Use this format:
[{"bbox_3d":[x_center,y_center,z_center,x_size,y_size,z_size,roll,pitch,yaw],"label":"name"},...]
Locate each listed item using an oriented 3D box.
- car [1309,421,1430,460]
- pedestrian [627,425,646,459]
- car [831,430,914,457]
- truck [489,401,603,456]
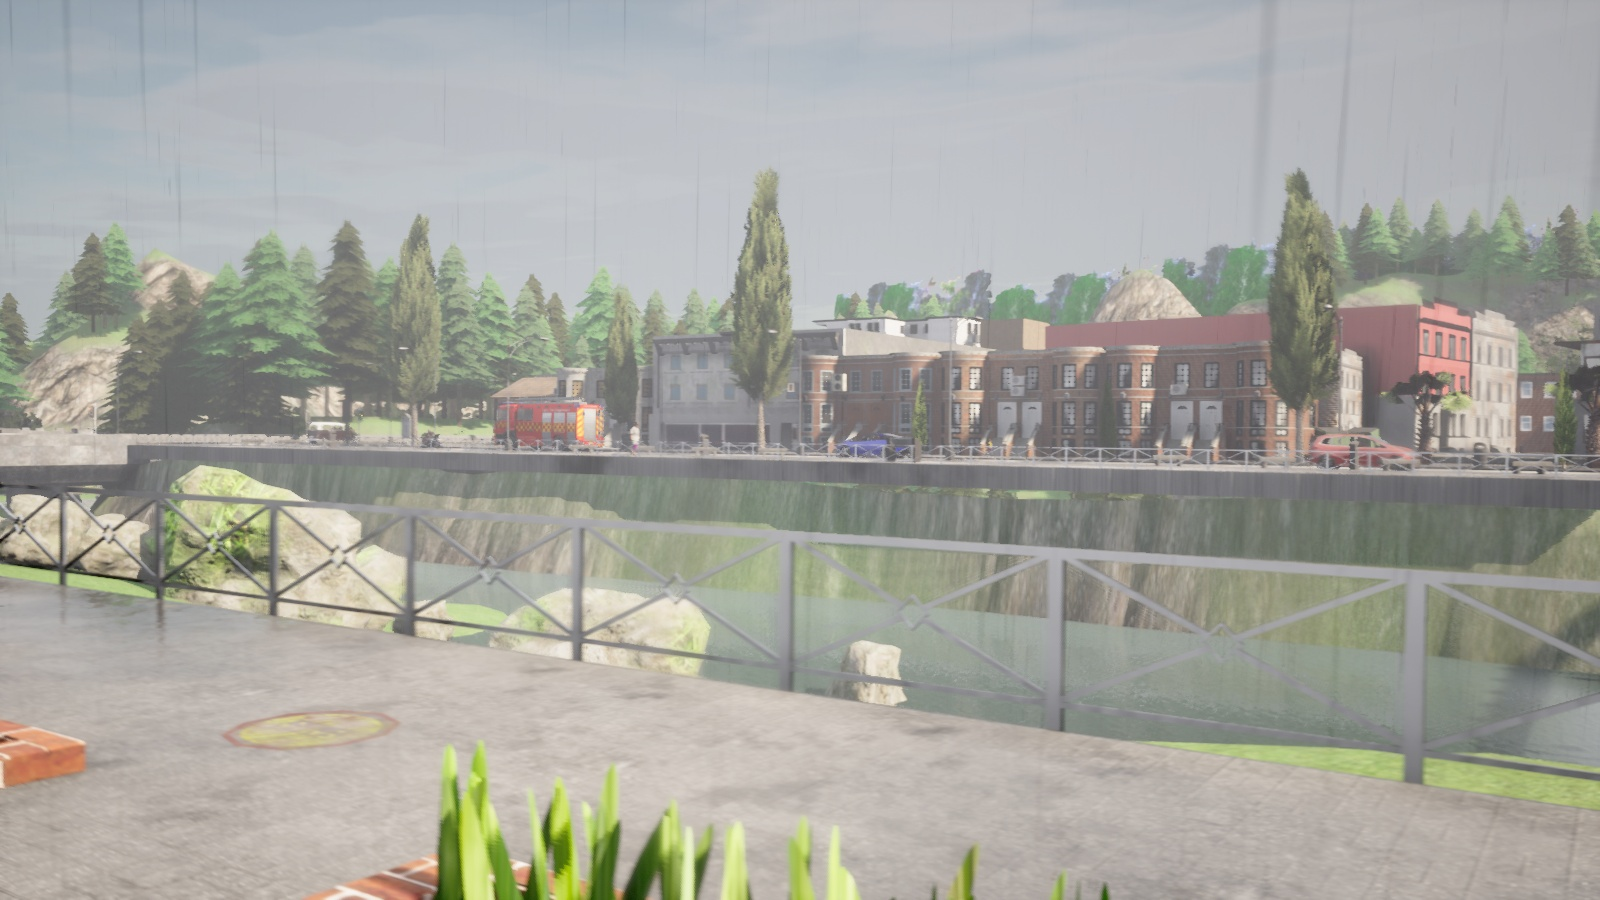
[{"bbox_3d":[25.588,-0.427,56.455,4.611,1.667,2.242,0,1,34],"label":"car"},{"bbox_3d":[-9.318,-0.450,71.514,0.873,1.952,0.659,0,1,38],"label":"pedestrian"},{"bbox_3d":[4.338,-0.390,75.365,4.514,1.525,2.007,0,1,34],"label":"car"},{"bbox_3d":[-18.347,-1.501,90.406,8.468,3.827,2.891,0,1,34],"label":"truck"}]
